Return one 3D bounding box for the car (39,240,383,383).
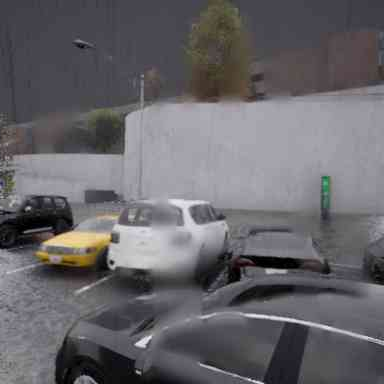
[{"bbox_3d":[0.824,1.504,2.790,4.892,1.490,1.837,0,0,36],"label":"car"}]

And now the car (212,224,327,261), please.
[{"bbox_3d":[2.090,1.512,8.024,2.163,1.488,4.792,0,-1,16],"label":"car"}]

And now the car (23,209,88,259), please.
[{"bbox_3d":[-2.849,1.454,11.306,1.946,1.575,5.366,1,0,15],"label":"car"}]

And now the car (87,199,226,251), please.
[{"bbox_3d":[-0.349,1.222,9.768,2.435,2.045,5.566,0,-1,15],"label":"car"}]

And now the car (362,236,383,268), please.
[{"bbox_3d":[4.539,1.530,6.249,2.002,1.452,4.674,1,0,16],"label":"car"}]

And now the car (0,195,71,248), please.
[{"bbox_3d":[-7.689,1.167,14.943,2.435,2.045,5.566,1,0,16],"label":"car"}]
